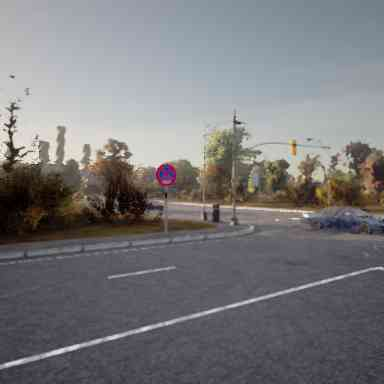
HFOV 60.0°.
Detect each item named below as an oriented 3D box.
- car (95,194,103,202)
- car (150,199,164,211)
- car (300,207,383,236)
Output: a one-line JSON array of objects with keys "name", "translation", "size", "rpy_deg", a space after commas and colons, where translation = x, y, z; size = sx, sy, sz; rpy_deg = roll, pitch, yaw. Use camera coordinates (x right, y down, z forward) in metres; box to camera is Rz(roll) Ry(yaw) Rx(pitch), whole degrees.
[{"name": "car", "translation": [-18.102, 1.072, 61.876], "size": [1.837, 1.490, 4.892], "rpy_deg": [0, 1, -36]}, {"name": "car", "translation": [-4.883, 1.569, 41.186], "size": [2.033, 1.411, 5.357], "rpy_deg": [0, 0, -32]}, {"name": "car", "translation": [8.903, 1.582, 19.284], "size": [2.033, 1.411, 5.357], "rpy_deg": [0, 0, -32]}]
